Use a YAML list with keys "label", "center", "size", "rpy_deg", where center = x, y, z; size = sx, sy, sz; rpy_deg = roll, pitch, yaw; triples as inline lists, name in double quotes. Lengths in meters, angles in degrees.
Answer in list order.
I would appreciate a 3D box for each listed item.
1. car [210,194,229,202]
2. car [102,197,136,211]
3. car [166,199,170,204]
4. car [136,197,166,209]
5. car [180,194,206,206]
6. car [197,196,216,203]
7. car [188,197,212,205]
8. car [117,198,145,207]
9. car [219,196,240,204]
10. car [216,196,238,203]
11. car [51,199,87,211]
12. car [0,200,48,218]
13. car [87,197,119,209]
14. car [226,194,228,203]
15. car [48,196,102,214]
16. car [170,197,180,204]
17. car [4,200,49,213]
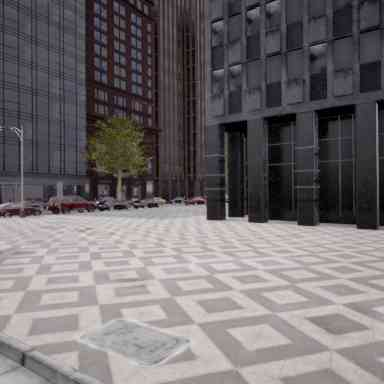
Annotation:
- label: "car"
  center: [6.371, 1.298, 75.940]
  size: [2.192, 1.841, 5.009]
  rpy_deg: [-1, 0, 35]
- label: "car"
  center: [-8.976, 1.526, 38.579]
  size: [1.947, 1.339, 4.313]
  rpy_deg: [-1, 0, 35]
- label: "car"
  center: [-6.507, 1.546, 57.212]
  size: [1.752, 1.417, 4.829]
  rpy_deg: [-1, 0, 35]
- label: "car"
  center: [-5.781, 1.510, 43.224]
  size: [1.947, 1.339, 4.313]
  rpy_deg: [-1, 0, 35]
- label: "car"
  center: [0.609, 1.464, 52.517]
  size: [1.887, 1.381, 4.507]
  rpy_deg: [-1, 0, 35]
- label: "car"
  center: [3.177, 1.537, 71.293]
  size: [1.887, 1.381, 4.507]
  rpy_deg: [-1, 0, 35]
- label: "car"
  center: [1.455, 1.541, 58.284]
  size: [1.895, 1.301, 4.718]
  rpy_deg: [-1, 0, 34]
- label: "car"
  center: [-9.606, 1.615, 52.706]
  size: [1.802, 1.307, 4.206]
  rpy_deg: [-1, 0, 35]
- label: "car"
  center: [7.000, 1.465, 61.808]
  size: [1.947, 1.339, 4.313]
  rpy_deg: [-1, 0, 35]
- label: "car"
  center: [7.117, 1.472, 66.515]
  size: [2.033, 1.411, 5.357]
  rpy_deg: [-1, 0, 35]
- label: "car"
  center: [-15.997, 1.644, 43.413]
  size: [1.802, 1.307, 4.206]
  rpy_deg: [-1, 0, 35]
- label: "car"
  center: [-15.367, 1.577, 29.287]
  size: [1.802, 1.307, 4.206]
  rpy_deg: [-1, 0, 35]
- label: "car"
  center: [-12.804, 1.486, 48.060]
  size: [1.967, 1.590, 4.097]
  rpy_deg: [-1, 0, 35]
- label: "car"
  center: [3.803, 1.224, 57.164]
  size: [2.192, 1.841, 5.009]
  rpy_deg: [-1, 0, 35]
- label: "car"
  center: [-12.173, 1.291, 33.935]
  size: [2.192, 1.841, 5.009]
  rpy_deg: [-1, 0, 35]
- label: "car"
  center: [-3.215, 1.576, 62.000]
  size: [1.947, 1.339, 4.313]
  rpy_deg: [-1, 0, 35]
- label: "car"
  center: [-19.193, 1.644, 38.767]
  size: [1.947, 1.339, 4.313]
  rpy_deg: [-1, 0, 35]
